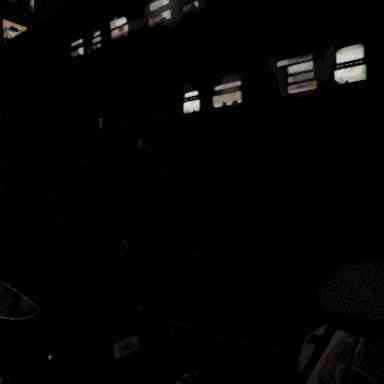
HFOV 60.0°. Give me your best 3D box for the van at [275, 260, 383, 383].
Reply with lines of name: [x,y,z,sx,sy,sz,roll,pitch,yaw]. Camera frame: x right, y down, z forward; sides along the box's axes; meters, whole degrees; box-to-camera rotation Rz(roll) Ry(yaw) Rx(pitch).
van: [2.256,1.330,1.274,3.998,1.788,1.690,-1,-1,35]

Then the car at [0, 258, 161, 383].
car: [-2.352,1.608,4.559,4.313,1.339,1.947,-1,-1,35]
